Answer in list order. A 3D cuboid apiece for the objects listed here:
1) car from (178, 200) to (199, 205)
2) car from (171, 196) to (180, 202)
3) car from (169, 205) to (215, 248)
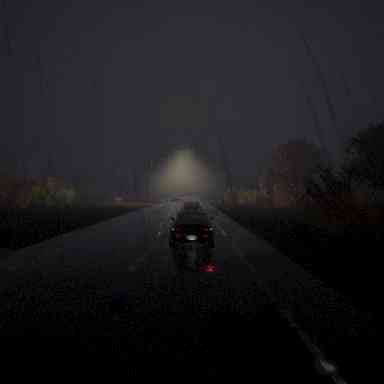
[{"bbox_3d":[0.000,1.582,29.651,1.994,1.385,4.181,0,0,0],"label":"car"},{"bbox_3d":[-3.758,1.603,75.916,1.895,1.301,4.718,0,0,-3],"label":"car"},{"bbox_3d":[0.000,1.535,14.651,1.812,1.442,4.674,0,0,0],"label":"car"}]
